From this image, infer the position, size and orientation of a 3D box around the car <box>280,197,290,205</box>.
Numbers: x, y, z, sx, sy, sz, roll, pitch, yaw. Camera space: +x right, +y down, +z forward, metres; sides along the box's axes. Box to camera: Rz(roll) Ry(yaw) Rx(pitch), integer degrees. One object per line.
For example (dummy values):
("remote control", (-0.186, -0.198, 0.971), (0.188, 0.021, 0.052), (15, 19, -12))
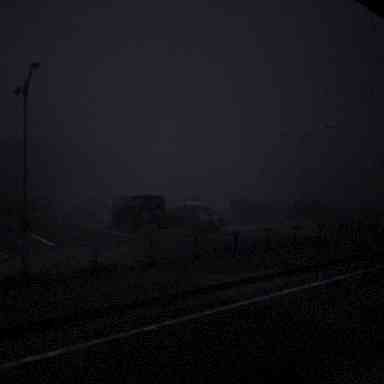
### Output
("car", (17.139, 1.507, 54.961), (1.970, 1.475, 3.806), (0, 0, -36))

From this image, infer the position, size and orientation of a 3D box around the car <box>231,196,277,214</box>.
("car", (5.744, 1.360, 33.202), (2.007, 1.523, 4.514), (0, 0, -36))

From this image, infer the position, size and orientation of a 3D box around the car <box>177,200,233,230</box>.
("car", (0.236, 1.390, 19.630), (1.970, 1.475, 3.806), (0, 0, -36))

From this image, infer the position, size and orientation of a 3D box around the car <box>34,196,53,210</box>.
("car", (-17.421, 1.246, 38.377), (1.970, 1.475, 3.806), (0, 0, -36))

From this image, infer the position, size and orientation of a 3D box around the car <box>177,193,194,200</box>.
("car", (-2.045, 1.146, 49.901), (1.905, 1.878, 3.866), (0, 0, -36))

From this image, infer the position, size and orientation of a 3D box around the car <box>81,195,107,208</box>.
("car", (-12.411, 1.186, 42.401), (2.152, 1.636, 5.027), (0, 0, -36))

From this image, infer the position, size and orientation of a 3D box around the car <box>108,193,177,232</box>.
("car", (-2.815, 1.096, 18.176), (1.905, 1.878, 3.866), (0, 0, -36))

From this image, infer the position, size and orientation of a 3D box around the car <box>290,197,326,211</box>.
("car", (13.865, 1.411, 39.025), (1.845, 1.501, 3.633), (0, 0, -36))

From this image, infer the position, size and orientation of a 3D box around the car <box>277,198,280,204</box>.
("car", (15.203, 1.503, 62.720), (1.845, 1.501, 3.633), (0, 0, -36))

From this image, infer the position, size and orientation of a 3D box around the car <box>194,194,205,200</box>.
("car", (0.067, 1.174, 51.938), (1.932, 1.855, 4.605), (0, 0, -36))

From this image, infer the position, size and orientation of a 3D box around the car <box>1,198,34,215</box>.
("car", (-16.257, 1.303, 30.519), (2.007, 1.523, 4.514), (0, 0, -36))
